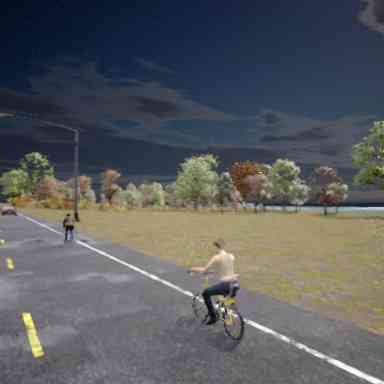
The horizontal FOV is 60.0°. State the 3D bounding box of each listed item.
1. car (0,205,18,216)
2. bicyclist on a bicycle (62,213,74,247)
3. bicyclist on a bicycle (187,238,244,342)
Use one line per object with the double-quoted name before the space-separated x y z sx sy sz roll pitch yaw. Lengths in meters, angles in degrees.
"car" -26.875 2.770 48.869 1.812 1.442 4.674 1 -2 -31
"bicyclist on a bicycle" -6.094 1.880 16.421 0.582 1.620 1.656 1 -2 -31
"bicyclist on a bicycle" 0.411 1.595 5.778 0.866 1.612 1.509 1 -2 -32
